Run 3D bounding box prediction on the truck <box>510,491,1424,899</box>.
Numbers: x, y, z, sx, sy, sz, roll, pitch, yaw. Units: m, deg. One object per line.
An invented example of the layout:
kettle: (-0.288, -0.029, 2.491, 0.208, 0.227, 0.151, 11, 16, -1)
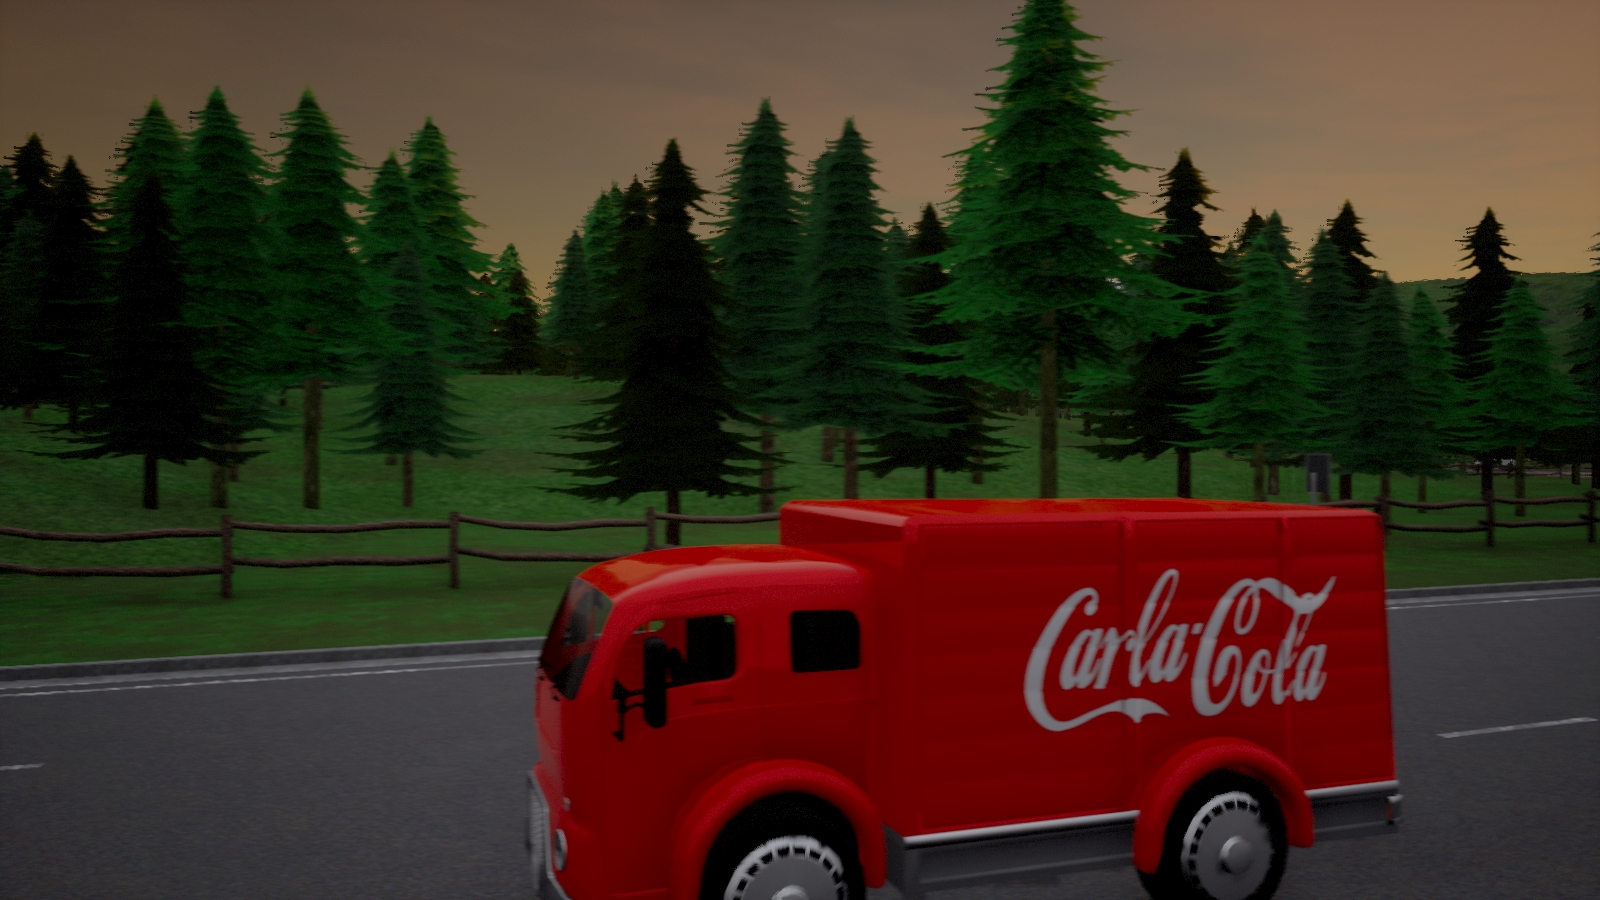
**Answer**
truck: (0.940, 1.568, 7.365, 5.204, 2.467, 2.627, 0, 0, -20)
